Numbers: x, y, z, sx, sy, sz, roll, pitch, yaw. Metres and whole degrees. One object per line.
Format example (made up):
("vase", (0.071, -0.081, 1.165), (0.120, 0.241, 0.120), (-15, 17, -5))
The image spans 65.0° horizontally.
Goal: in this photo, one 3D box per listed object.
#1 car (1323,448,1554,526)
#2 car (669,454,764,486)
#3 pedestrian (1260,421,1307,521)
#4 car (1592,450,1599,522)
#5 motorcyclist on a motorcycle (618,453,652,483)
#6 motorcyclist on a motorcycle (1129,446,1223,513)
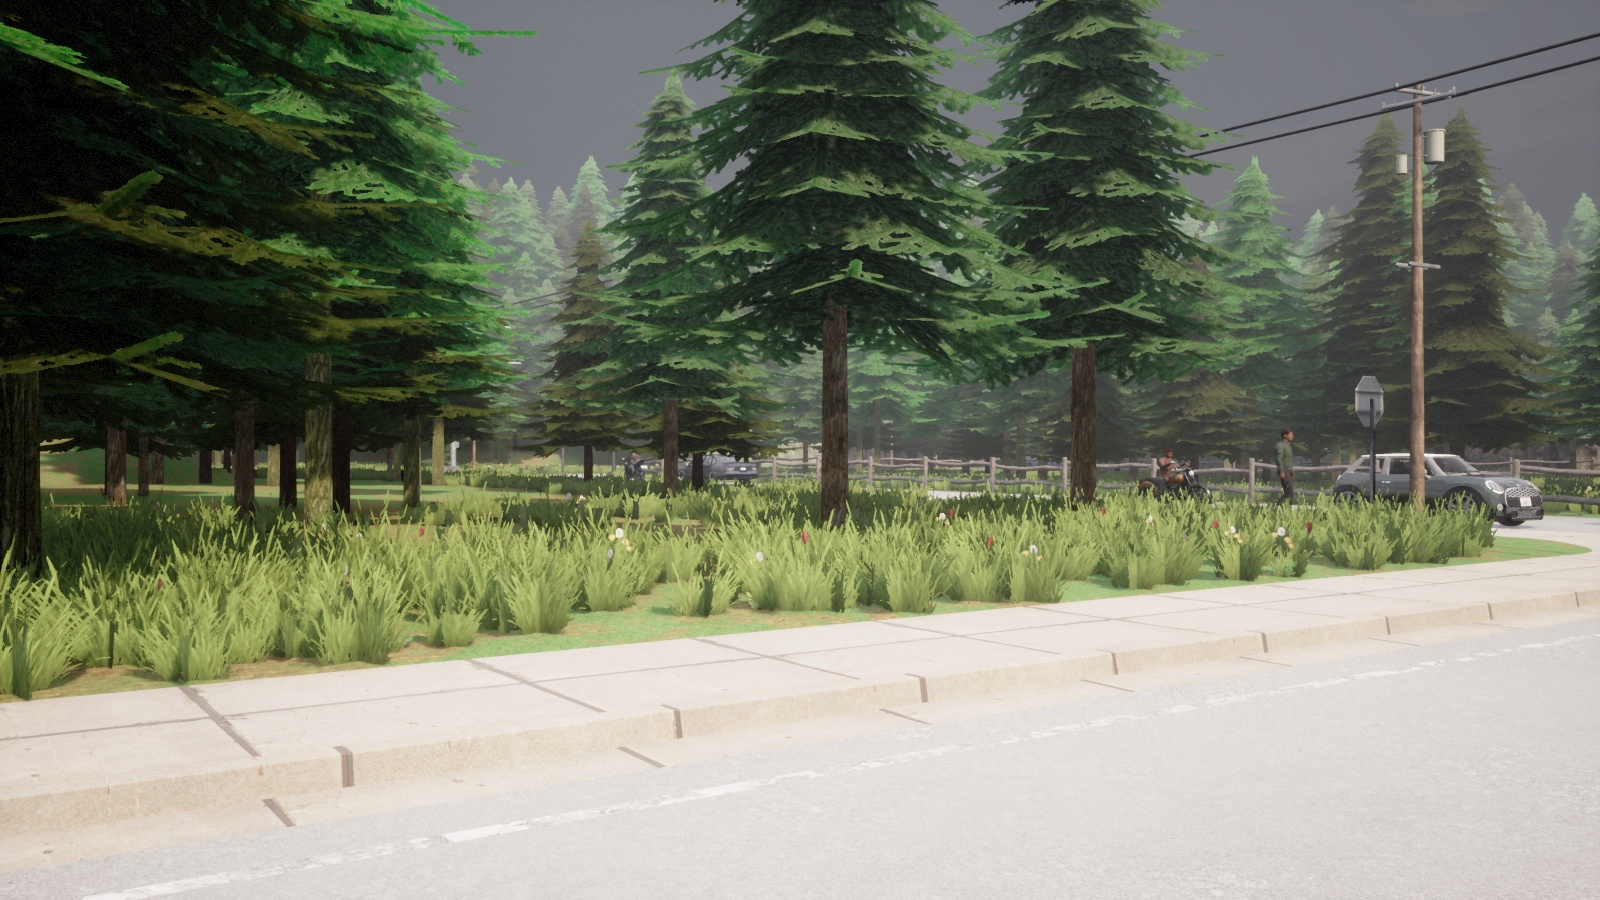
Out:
("car", (13.154, 0.711, 26.059), (1.970, 1.475, 3.806), (0, 0, -32))
("car", (-3.941, 0.917, 58.466), (2.033, 1.411, 5.357), (0, 0, -34))
("pedestrian", (9.542, 0.411, 24.787), (0.788, 1.949, 0.423), (0, 0, 37))
("car", (18.384, 0.735, 24.322), (1.837, 1.490, 4.892), (0, 0, -28))
("motorcyclist on a motorcycle", (-8.627, 0.931, 65.460), (0.866, 1.530, 2.191), (0, 0, -35))
("motorcyclist on a motorcycle", (9.510, 0.718, 31.862), (0.766, 1.649, 2.350), (0, 0, -32))
